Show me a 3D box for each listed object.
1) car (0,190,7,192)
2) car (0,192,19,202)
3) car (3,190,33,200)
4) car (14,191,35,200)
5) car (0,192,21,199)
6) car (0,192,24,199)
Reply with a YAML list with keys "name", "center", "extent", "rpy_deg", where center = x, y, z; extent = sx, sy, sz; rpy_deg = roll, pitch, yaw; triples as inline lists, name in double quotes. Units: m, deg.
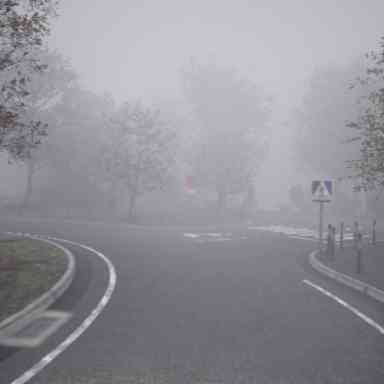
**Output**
- name: "car"
  center: [-37.961, 0.593, 65.361]
  extent: [2.150, 2.045, 5.566]
  rpy_deg: [3, -1, -38]
- name: "car"
  center: [-31.650, 1.081, 57.170]
  extent: [1.895, 1.301, 4.718]
  rpy_deg: [3, -1, -37]
- name: "car"
  center: [-39.154, 0.714, 74.903]
  extent: [5.566, 2.045, 2.435]
  rpy_deg: [2, -1, -38]
- name: "car"
  center: [-35.660, 0.887, 70.301]
  extent: [4.553, 1.767, 2.185]
  rpy_deg: [3, 0, -38]
- name: "car"
  center: [-45.963, 0.844, 83.762]
  extent: [5.008, 1.535, 2.097]
  rpy_deg: [2, -1, -38]
- name: "car"
  center: [-44.239, 0.877, 81.525]
  extent: [4.892, 1.521, 2.231]
  rpy_deg: [3, -1, -38]
